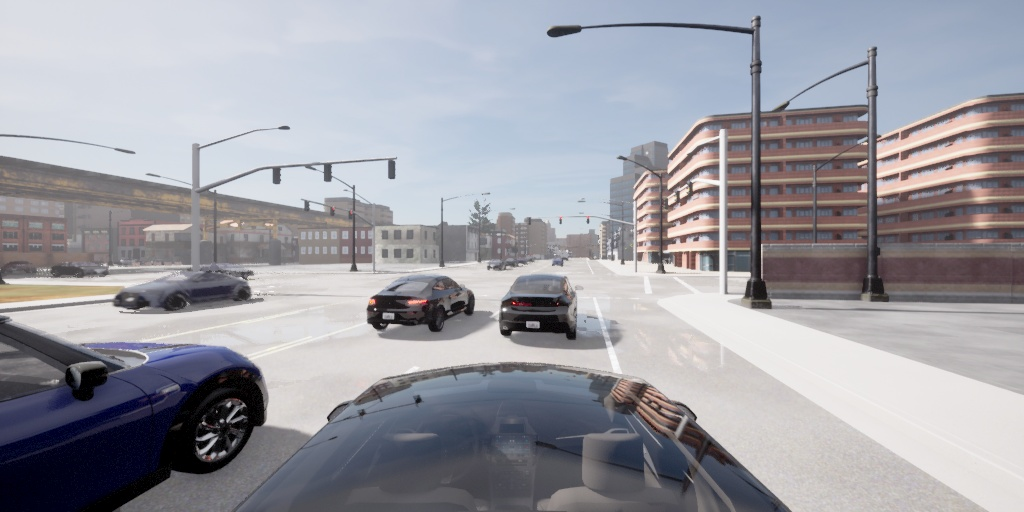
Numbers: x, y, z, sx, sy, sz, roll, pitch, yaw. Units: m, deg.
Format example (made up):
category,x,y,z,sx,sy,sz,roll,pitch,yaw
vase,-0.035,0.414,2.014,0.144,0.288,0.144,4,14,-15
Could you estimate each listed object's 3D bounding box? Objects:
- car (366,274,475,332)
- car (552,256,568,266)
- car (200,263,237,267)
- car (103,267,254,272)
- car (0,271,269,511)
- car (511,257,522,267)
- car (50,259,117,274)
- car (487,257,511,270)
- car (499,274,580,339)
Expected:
category,x,y,z,sx,sy,sz,roll,pitch,yaw
car,-2.531,1.276,10.848,1.812,1.442,4.674,0,0,11
car,7.976,0.923,61.668,2.033,1.411,5.357,0,1,11
car,-24.883,1.297,30.548,5.357,1.411,2.033,0,0,10
car,-12.830,1.314,14.323,1.994,1.385,4.181,0,0,10
car,-3.858,1.102,2.072,2.097,1.767,4.553,0,0,6
car,-0.198,0.956,57.261,1.882,1.535,5.008,0,1,11
car,-40.132,1.242,33.315,4.902,1.511,2.128,0,0,11
car,-2.002,1.105,47.985,2.128,1.511,4.902,0,1,11
car,0.914,1.255,10.206,1.837,1.490,4.892,0,0,11
